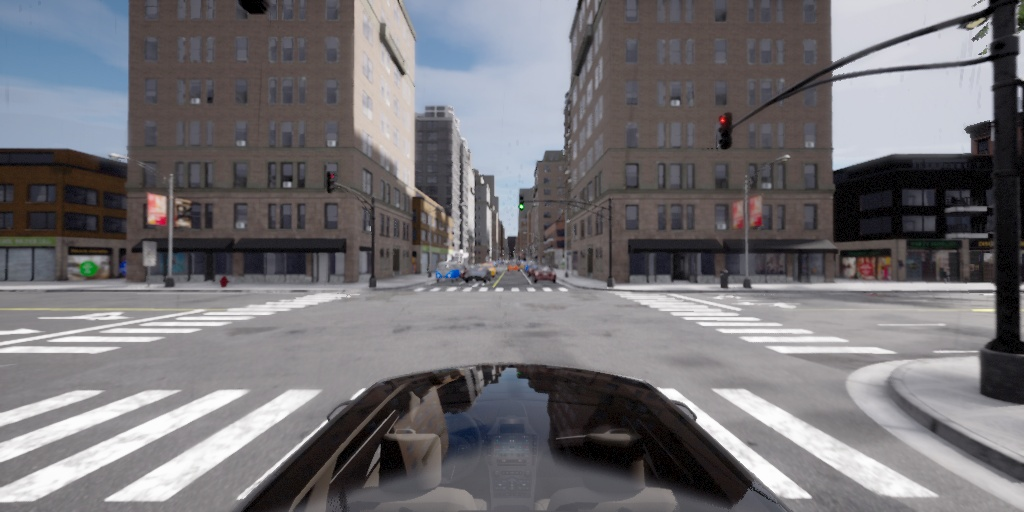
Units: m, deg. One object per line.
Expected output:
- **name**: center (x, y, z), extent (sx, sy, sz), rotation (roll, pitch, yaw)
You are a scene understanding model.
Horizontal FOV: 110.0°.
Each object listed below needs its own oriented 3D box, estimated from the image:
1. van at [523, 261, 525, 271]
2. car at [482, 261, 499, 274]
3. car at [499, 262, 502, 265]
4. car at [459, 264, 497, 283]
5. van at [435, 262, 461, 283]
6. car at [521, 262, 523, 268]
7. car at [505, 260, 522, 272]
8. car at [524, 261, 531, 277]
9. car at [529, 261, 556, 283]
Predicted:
- **van**: center (2.903, 1.709, 54.669), extent (1.690, 1.789, 3.998), rotation (0, 0, 0)
- **car**: center (-2.920, 1.698, 41.922), extent (1.882, 1.535, 5.008), rotation (0, -1, 0)
- **car**: center (-2.869, 1.936, 51.838), extent (1.895, 1.301, 4.718), rotation (0, -1, 0)
- **car**: center (-2.934, 1.654, 32.220), extent (2.033, 1.411, 5.357), rotation (0, -1, 4)
- **van**: center (-5.719, 1.445, 32.027), extent (1.690, 1.789, 3.998), rotation (0, 0, 0)
- **car**: center (2.928, 1.959, 60.507), extent (1.751, 1.417, 4.829), rotation (0, 0, 0)
- **car**: center (0.266, 1.804, 61.959), extent (2.097, 1.767, 4.553), rotation (0, -1, 0)
- **car**: center (2.854, 1.677, 43.331), extent (1.967, 1.591, 4.097), rotation (0, 0, 0)
- **car**: center (2.806, 1.544, 31.993), extent (1.967, 1.591, 4.097), rotation (0, 0, 0)
